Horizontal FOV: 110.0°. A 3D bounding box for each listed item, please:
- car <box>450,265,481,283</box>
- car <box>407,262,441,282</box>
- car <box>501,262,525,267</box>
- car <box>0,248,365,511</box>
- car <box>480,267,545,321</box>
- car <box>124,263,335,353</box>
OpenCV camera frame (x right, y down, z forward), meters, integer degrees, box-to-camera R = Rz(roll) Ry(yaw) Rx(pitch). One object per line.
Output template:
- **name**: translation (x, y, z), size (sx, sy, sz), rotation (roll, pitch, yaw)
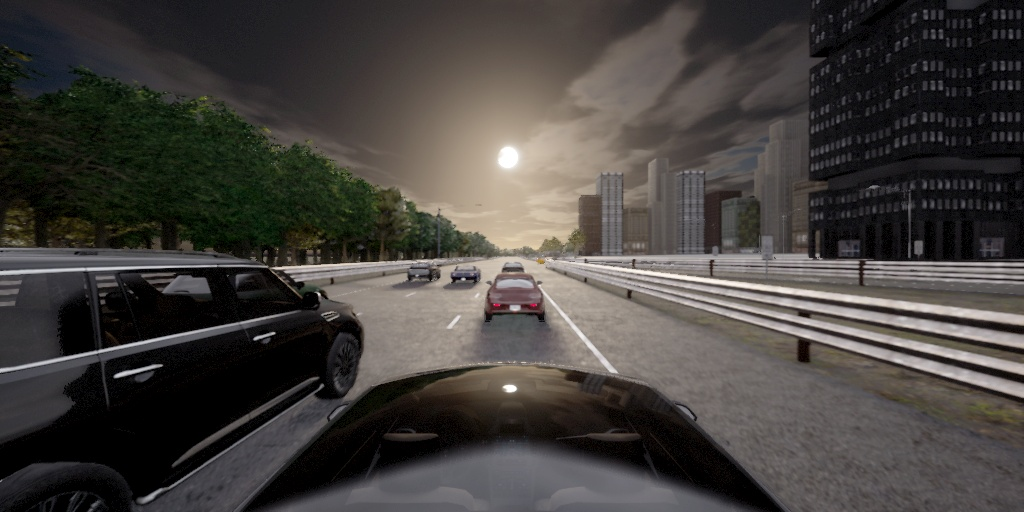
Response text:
- **car**: translation (-3.414, 1.334, 27.430), size (1.895, 1.301, 4.718), rotation (0, 0, 0)
- **car**: translation (-6.914, 1.223, 28.592), size (2.128, 1.511, 4.902), rotation (0, 0, 0)
- **car**: translation (0.085, 1.207, 30.240), size (1.882, 1.535, 5.008), rotation (0, 0, 0)
- **car**: translation (-3.403, 0.971, 3.316), size (2.150, 2.045, 5.566), rotation (0, 0, 0)
- **car**: translation (0.082, 1.275, 12.278), size (1.812, 1.442, 4.674), rotation (0, 0, 0)
- **car**: translation (-6.905, 1.101, 9.619), size (2.097, 1.767, 4.553), rotation (0, 0, 0)
